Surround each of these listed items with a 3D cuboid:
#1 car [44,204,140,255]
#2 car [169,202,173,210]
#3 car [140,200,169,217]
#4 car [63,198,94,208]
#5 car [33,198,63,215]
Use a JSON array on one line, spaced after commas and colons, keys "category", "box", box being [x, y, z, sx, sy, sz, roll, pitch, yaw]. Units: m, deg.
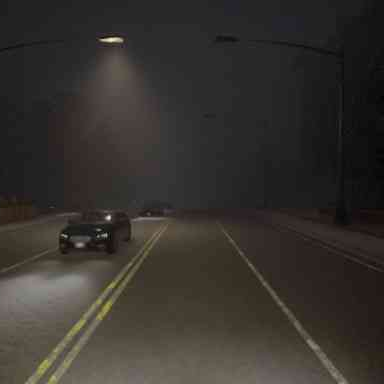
[{"category": "car", "box": [-3.598, 1.430, 13.127, 2.128, 1.511, 4.902, 0, 0, 0]}, {"category": "car", "box": [-3.588, 2.007, 45.637, 1.895, 1.301, 4.718, 0, -7, 0]}, {"category": "car", "box": [-3.607, 1.476, 30.497, 2.033, 1.411, 5.357, 0, 0, 0]}, {"category": "car", "box": [-12.641, 1.385, 35.235, 5.357, 1.411, 2.033, 0, 0, -2]}, {"category": "car", "box": [-15.272, 1.356, 31.627, 4.892, 1.490, 1.837, 0, 0, 0]}]
